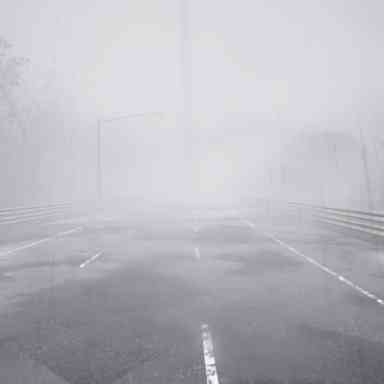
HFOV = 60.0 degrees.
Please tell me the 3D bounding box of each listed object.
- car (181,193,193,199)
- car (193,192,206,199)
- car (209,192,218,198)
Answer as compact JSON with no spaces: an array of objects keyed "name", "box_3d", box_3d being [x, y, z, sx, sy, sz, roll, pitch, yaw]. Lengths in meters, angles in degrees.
[{"name":"car","box_3d":[-1.636,1.026,85.773,2.033,1.411,5.357,-1,0,6]},{"name":"car","box_3d":[1.892,1.036,85.916,1.895,1.301,4.718,-1,0,6]},{"name":"car","box_3d":[5.443,0.749,86.348,2.097,1.767,4.553,-1,0,6]}]
